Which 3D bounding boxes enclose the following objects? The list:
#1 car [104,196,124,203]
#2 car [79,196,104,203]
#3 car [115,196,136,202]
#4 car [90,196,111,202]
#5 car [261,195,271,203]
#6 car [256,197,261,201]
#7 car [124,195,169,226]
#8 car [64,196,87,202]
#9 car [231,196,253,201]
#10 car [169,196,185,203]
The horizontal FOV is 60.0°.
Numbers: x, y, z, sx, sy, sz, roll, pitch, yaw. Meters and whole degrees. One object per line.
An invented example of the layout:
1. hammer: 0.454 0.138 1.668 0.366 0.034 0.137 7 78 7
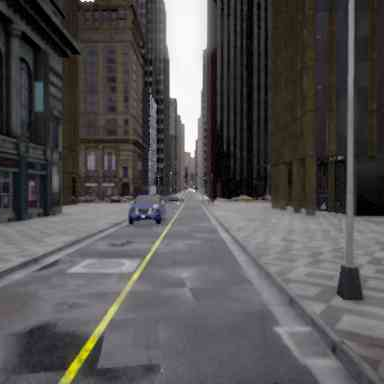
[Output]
1. car: -15.357 1.554 68.326 4.097 1.590 1.967 0 1 0
2. car: -21.026 1.685 68.307 4.403 1.369 2.008 0 1 0
3. car: -15.358 1.539 76.852 4.403 1.369 2.008 0 1 0
4. car: -21.028 1.575 76.831 4.313 1.339 1.947 0 1 0
5. car: 17.135 1.572 68.448 4.403 1.369 2.008 0 1 0
6. car: 17.032 1.441 76.971 4.507 1.381 1.887 0 1 0
7. car: -3.107 1.215 23.945 2.150 2.045 5.566 0 0 0
8. car: -26.866 1.560 76.809 4.829 1.417 1.752 0 1 0
9. car: 11.562 1.434 76.951 4.829 1.417 1.752 0 1 0
10. car: -3.974 1.538 71.133 4.892 1.490 1.837 0 1 0
